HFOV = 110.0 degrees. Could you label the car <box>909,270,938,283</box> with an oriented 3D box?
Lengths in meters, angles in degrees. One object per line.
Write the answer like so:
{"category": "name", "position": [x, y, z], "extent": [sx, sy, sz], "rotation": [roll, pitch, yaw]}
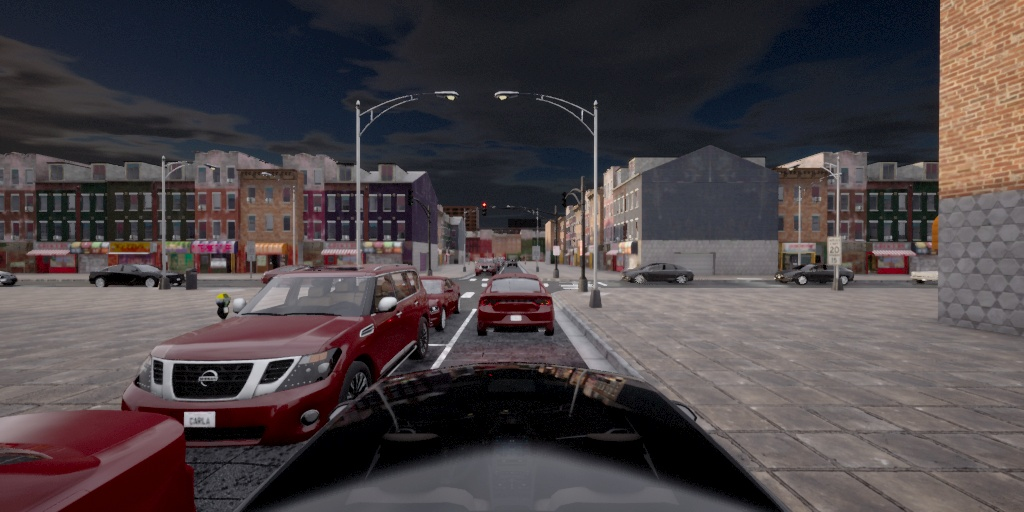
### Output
{"category": "car", "position": [31.770, 1.390, 25.727], "extent": [4.718, 1.301, 1.895], "rotation": [0, 0, 0]}

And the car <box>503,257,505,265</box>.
{"category": "car", "position": [-2.663, 1.337, 64.525], "extent": [2.007, 1.370, 4.403], "rotation": [0, 0, 0]}

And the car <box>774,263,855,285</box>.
{"category": "car", "position": [21.608, 1.278, 25.744], "extent": [4.892, 1.490, 1.837], "rotation": [0, 0, 0]}

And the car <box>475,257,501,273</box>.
{"category": "car", "position": [-2.652, 1.072, 37.391], "extent": [2.192, 1.841, 5.009], "rotation": [0, 0, 0]}

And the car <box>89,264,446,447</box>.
{"category": "car", "position": [-2.640, 1.064, 5.548], "extent": [2.192, 1.841, 5.009], "rotation": [0, 0, 0]}

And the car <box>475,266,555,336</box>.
{"category": "car", "position": [0.093, 1.227, 10.445], "extent": [1.882, 1.535, 5.008], "rotation": [0, 0, 0]}

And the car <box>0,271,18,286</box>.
{"category": "car", "position": [-34.740, 1.266, 22.878], "extent": [4.674, 1.442, 1.812], "rotation": [0, 0, 0]}

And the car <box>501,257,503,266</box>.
{"category": "car", "position": [-2.657, 1.081, 48.245], "extent": [2.192, 1.841, 5.009], "rotation": [0, 0, 0]}

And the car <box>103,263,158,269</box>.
{"category": "car", "position": [-23.756, 1.221, 22.860], "extent": [5.008, 1.535, 1.882], "rotation": [0, 0, 0]}

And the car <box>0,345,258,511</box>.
{"category": "car", "position": [-2.638, 1.295, 0.115], "extent": [1.888, 1.381, 4.507], "rotation": [0, 0, 0]}

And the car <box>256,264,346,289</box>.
{"category": "car", "position": [-13.348, 1.278, 22.881], "extent": [4.674, 1.442, 1.812], "rotation": [0, 0, -1]}

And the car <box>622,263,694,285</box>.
{"category": "car", "position": [10.440, 1.263, 25.813], "extent": [4.892, 1.490, 1.837], "rotation": [1, 1, 2]}

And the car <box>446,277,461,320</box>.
{"category": "car", "position": [-2.642, 1.294, 10.982], "extent": [1.888, 1.381, 4.507], "rotation": [0, 0, 0]}
